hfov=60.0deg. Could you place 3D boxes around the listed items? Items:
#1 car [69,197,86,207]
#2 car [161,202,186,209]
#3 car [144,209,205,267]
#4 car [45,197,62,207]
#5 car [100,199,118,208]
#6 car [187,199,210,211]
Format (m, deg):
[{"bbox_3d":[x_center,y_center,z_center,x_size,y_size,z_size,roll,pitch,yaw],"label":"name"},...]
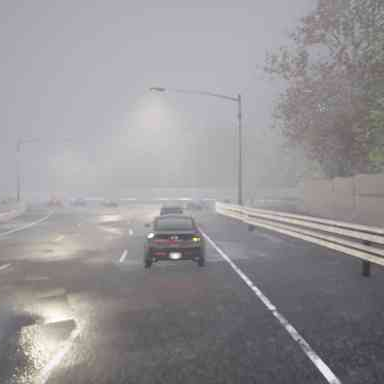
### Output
[{"bbox_3d":[-19.472,1.596,56.474,2.097,1.767,4.553,0,0,-30],"label":"car"},{"bbox_3d":[-1.604,1.564,28.461,1.882,1.535,5.008,0,0,0],"label":"car"},{"bbox_3d":[-0.629,1.539,11.645,1.837,1.490,4.892,0,0,-4],"label":"car"},{"bbox_3d":[-23.687,1.615,56.596,2.097,1.767,4.553,0,0,-32],"label":"car"},{"bbox_3d":[-13.108,1.751,52.295,2.033,1.411,5.357,0,0,-27],"label":"car"},{"bbox_3d":[0.808,1.639,41.794,1.812,1.442,4.674,-1,0,20],"label":"car"}]
